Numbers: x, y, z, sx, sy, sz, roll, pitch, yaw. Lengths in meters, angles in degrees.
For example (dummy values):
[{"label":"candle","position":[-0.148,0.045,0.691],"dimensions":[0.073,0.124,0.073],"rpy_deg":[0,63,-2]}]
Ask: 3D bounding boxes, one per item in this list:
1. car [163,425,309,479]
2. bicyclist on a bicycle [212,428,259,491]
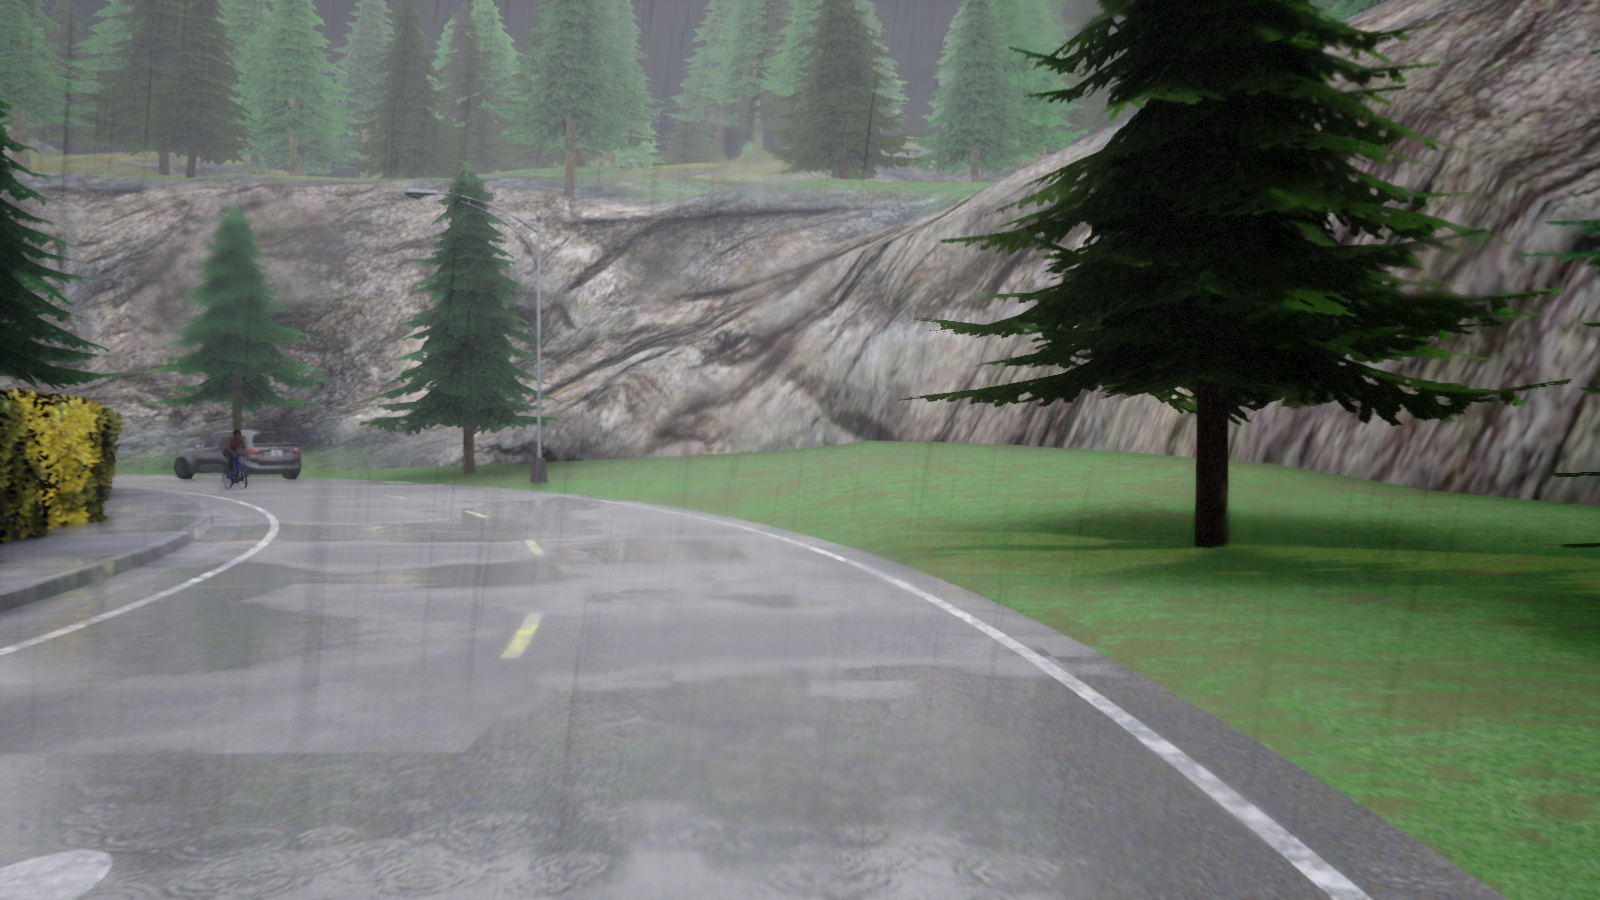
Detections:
[{"label":"car","position":[-18.342,0.023,40.780],"dimensions":[4.611,1.667,2.242],"rpy_deg":[1,1,35]},{"label":"bicyclist on a bicycle","position":[-15.118,0.232,33.605],"dimensions":[1.656,1.620,0.582],"rpy_deg":[1,2,45]}]
